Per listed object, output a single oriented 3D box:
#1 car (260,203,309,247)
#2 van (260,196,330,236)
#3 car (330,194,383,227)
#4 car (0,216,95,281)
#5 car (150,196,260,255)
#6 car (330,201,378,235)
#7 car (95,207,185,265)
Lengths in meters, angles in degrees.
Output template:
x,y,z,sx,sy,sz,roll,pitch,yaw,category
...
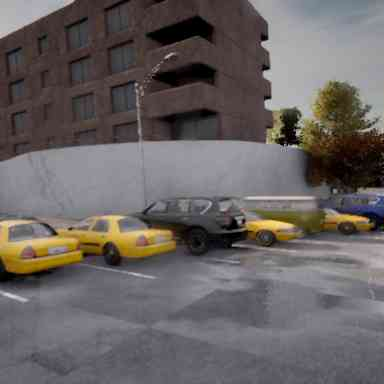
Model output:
x,y,z,sx,sy,sz,roll,pitch,yaw,category
2.103,1.432,14.875,5.366,1.575,1.946,-1,-1,34,car
4.282,1.208,16.794,4.442,1.987,1.878,-1,0,34,van
9.219,1.181,20.244,5.566,2.045,2.435,-1,-1,34,car
-5.502,1.489,9.859,5.366,1.575,1.946,-1,0,35,car
-0.510,1.198,13.251,5.566,2.045,2.435,-1,0,35,car
6.968,1.426,18.375,5.366,1.575,1.946,-1,-1,34,car
-3.069,1.465,11.601,5.366,1.575,1.946,-1,0,34,car
